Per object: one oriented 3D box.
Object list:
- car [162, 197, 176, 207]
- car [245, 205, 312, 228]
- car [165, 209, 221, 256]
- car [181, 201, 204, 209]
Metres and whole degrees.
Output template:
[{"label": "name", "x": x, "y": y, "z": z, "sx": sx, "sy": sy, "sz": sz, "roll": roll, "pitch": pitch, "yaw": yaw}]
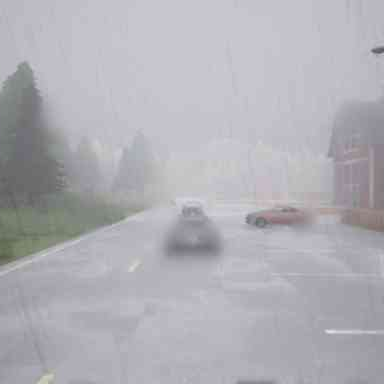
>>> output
[{"label": "car", "x": -3.578, "y": 1.496, "z": 51.637, "sx": 1.882, "sy": 1.535, "sz": 5.008, "roll": 0, "pitch": 0, "yaw": 0}, {"label": "car", "x": 5.561, "y": 1.558, "z": 21.631, "sx": 4.181, "sy": 1.381, "sz": 1.994, "roll": 0, "pitch": 0, "yaw": -1}, {"label": "car", "x": 0.049, "y": 1.570, "z": 13.085, "sx": 1.994, "sy": 1.385, "sz": 4.181, "roll": 0, "pitch": 0, "yaw": 1}, {"label": "car", "x": 0.055, "y": 1.536, "z": 28.509, "sx": 1.812, "sy": 1.442, "sz": 4.674, "roll": 0, "pitch": 0, "yaw": 0}]
